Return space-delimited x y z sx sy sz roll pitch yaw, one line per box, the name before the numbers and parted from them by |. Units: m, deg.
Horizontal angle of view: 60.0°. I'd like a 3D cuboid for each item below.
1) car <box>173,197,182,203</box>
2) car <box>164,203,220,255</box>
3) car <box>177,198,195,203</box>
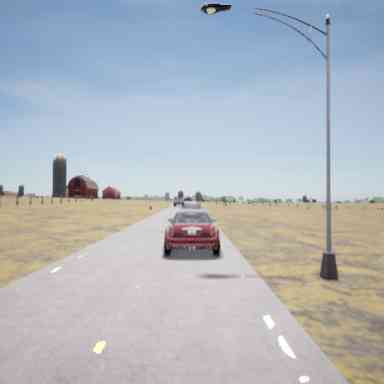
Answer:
car | -2.745 2.133 69.776 2.150 2.045 5.566 0 -1 0
car | 0.003 1.502 14.090 2.097 1.767 4.553 0 -1 0
car | 0.004 1.692 29.096 2.097 1.767 4.553 0 -1 0
